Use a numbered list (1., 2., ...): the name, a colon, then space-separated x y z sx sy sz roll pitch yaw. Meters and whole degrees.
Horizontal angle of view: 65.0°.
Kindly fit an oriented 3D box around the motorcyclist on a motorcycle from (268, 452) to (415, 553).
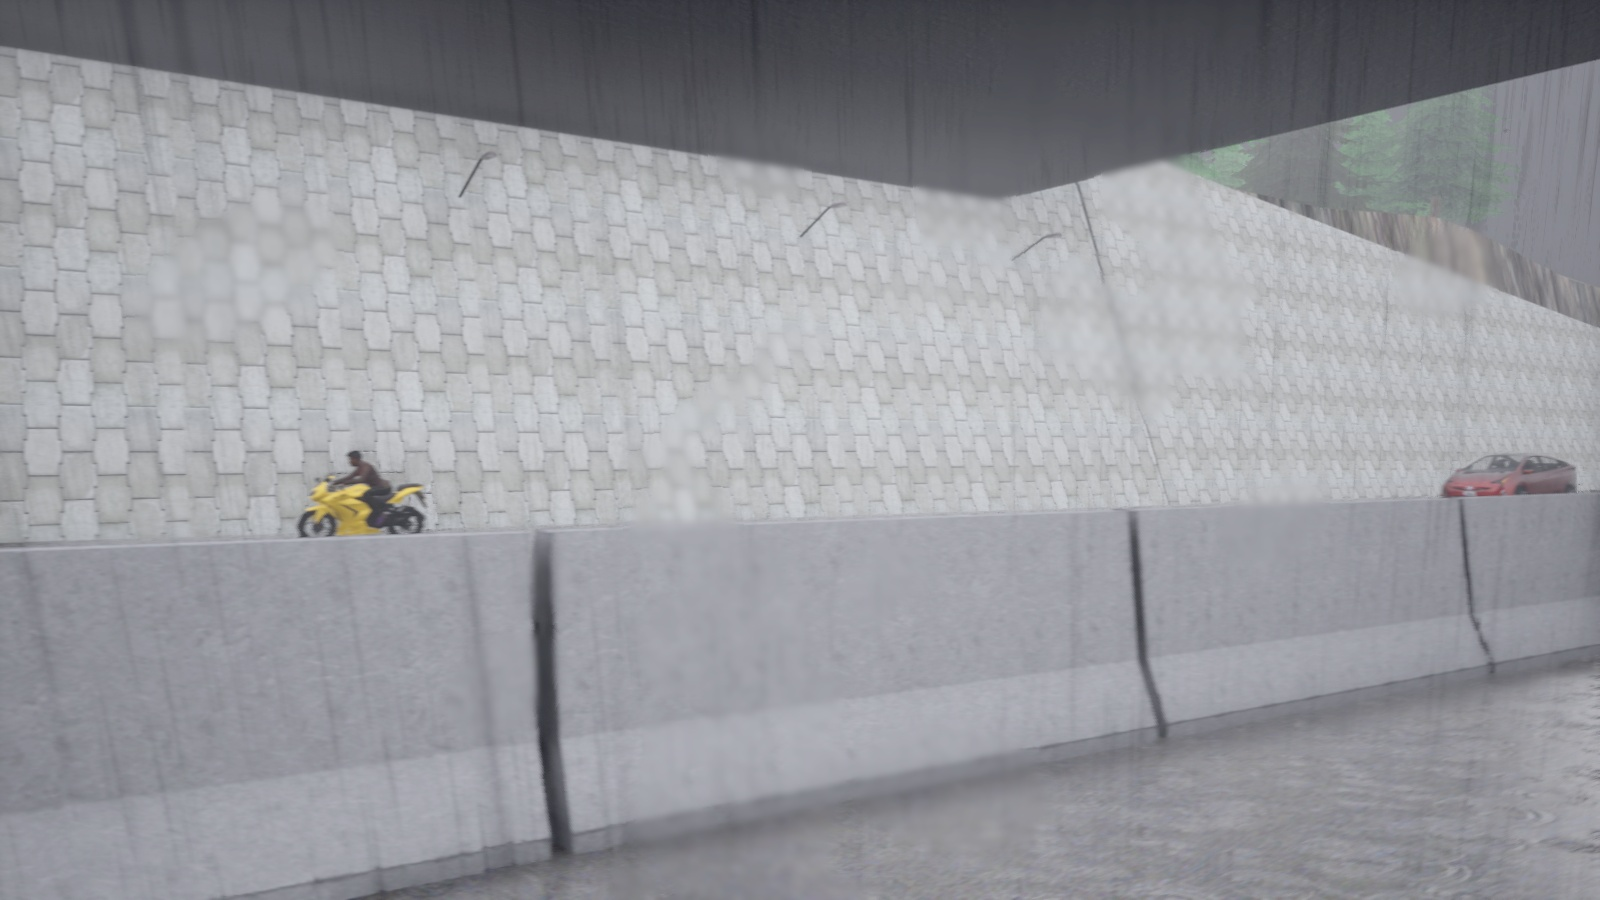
1. motorcyclist on a motorcycle: -7.258 0.791 19.928 2.044 1.523 0.797 0 0 -35

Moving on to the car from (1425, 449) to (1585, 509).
1. car: 19.174 0.735 34.101 4.514 1.525 2.007 0 0 -35
